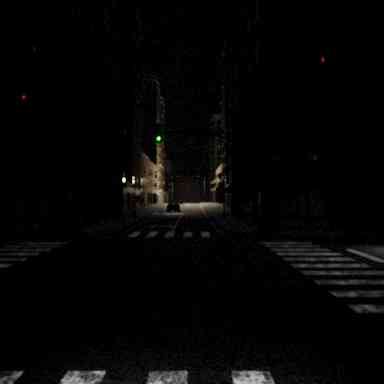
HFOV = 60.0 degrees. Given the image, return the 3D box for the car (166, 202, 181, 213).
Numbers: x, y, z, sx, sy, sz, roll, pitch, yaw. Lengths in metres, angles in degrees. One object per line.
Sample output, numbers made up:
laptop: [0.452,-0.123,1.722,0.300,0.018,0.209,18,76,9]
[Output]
car: [-2.553,2.133,46.424,2.033,1.411,5.357,0,-1,0]
